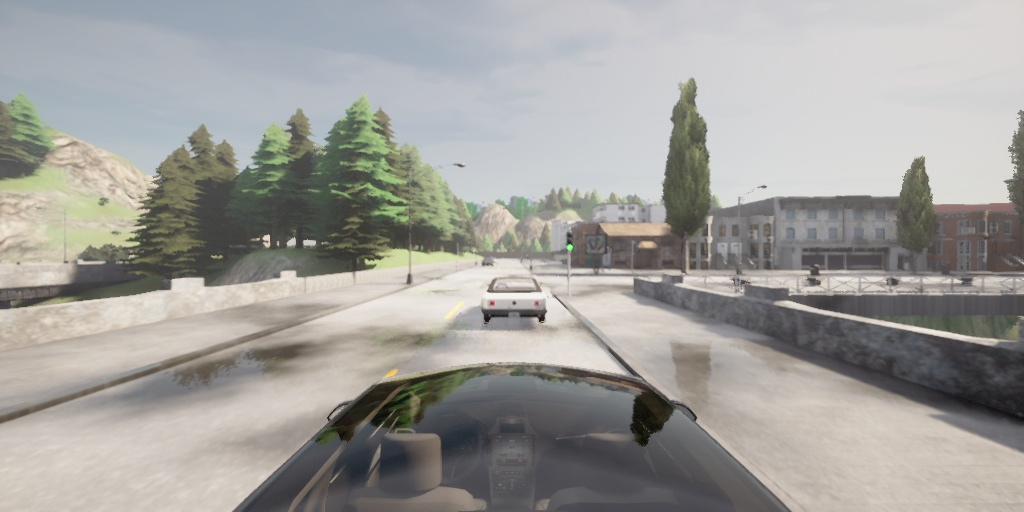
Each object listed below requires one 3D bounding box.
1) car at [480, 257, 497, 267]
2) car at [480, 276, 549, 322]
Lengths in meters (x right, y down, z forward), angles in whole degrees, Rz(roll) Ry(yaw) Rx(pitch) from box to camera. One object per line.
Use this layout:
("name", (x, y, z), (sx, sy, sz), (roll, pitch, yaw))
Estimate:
("car", (-4.034, 1.021, 59.252), (1.837, 1.490, 4.892), (0, 1, 1))
("car", (0.079, 1.309, 11.987), (1.895, 1.301, 4.718), (0, 0, 0))
